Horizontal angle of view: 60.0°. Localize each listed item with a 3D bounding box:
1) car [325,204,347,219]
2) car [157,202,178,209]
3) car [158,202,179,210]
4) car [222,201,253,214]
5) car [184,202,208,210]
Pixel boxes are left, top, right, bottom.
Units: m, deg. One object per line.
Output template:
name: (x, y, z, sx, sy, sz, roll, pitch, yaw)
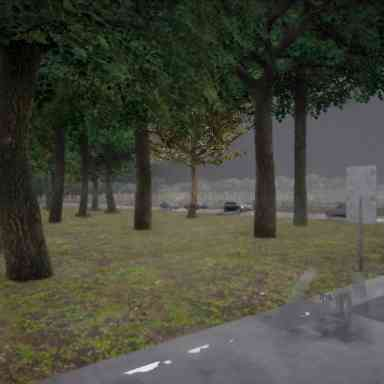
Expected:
car: (15.299, 1.928, 32.600, 1.994, 1.385, 4.181, -1, 0, -36)
car: (-4.920, 2.605, 66.065, 1.895, 1.301, 4.718, -1, 0, -35)
car: (-4.250, 2.526, 60.362, 1.837, 1.490, 4.892, -1, 0, -35)
car: (6.145, 2.003, 45.523, 2.097, 1.767, 4.553, -1, 0, -35)
car: (0.644, 2.388, 58.296, 2.033, 1.411, 5.357, -1, 0, -35)
